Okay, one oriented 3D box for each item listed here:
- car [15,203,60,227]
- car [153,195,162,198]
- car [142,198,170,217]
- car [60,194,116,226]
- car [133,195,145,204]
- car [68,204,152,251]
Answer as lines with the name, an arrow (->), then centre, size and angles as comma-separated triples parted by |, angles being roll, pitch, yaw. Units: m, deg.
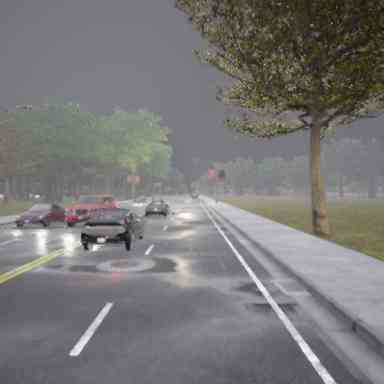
car -> -9.858, 1.474, 22.206 | 1.812, 1.442, 4.674 | 0, 0, 0
car -> -6.558, 1.374, 62.635 | 2.128, 1.511, 4.902 | 0, 0, 1
car -> -3.164, 1.495, 30.924 | 1.994, 1.385, 4.181 | 0, 0, 0
car -> -6.608, 1.171, 22.493 | 2.150, 2.045, 5.566 | 0, 0, 0
car -> -9.804, 1.375, 62.622 | 2.128, 1.511, 4.902 | 0, 0, 1
car -> -3.156, 1.458, 14.006 | 2.128, 1.511, 4.902 | 0, 0, 0
